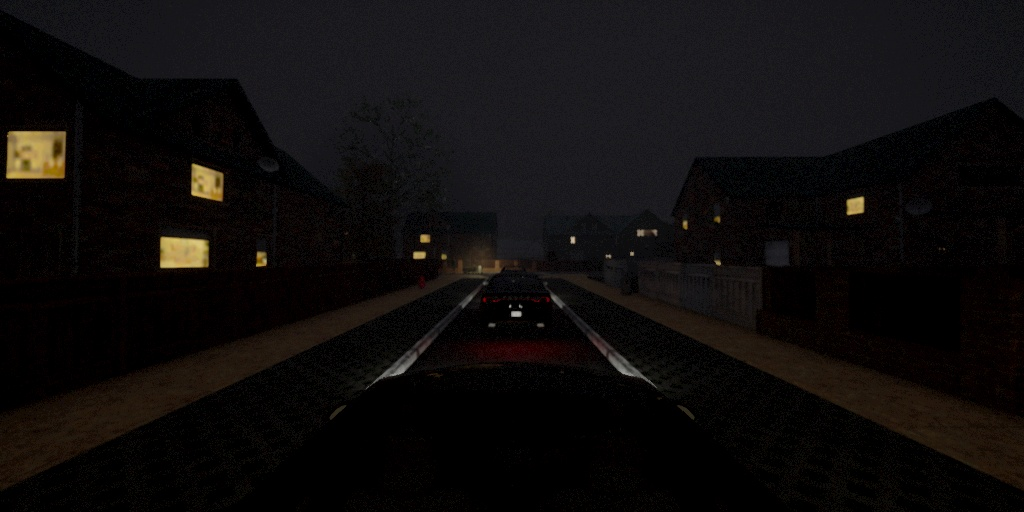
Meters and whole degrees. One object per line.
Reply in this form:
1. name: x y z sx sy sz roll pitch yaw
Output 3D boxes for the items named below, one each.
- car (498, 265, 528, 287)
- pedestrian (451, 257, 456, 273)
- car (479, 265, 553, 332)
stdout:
1. car: 0.149 1.301 24.766 1.895 1.301 4.718 0 0 2
2. pedestrian: -6.705 1.021 41.255 0.375 1.860 0.375 0 -1 1
3. car: 0.103 1.208 10.900 1.882 1.535 5.008 0 0 0
